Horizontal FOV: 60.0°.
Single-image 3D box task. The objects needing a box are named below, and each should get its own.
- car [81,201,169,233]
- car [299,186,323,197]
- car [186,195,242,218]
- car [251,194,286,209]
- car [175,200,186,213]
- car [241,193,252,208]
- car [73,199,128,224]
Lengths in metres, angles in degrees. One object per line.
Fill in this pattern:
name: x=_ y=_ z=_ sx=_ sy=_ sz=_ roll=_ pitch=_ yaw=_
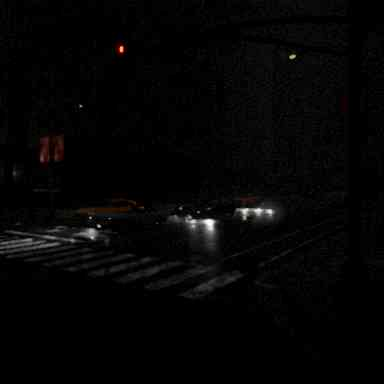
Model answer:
car: x=-3.391 y=1.361 z=18.352 sx=1.895 sy=1.301 sz=4.718 roll=0 pitch=1 yaw=34
car: x=17.109 y=0.081 z=47.601 sx=2.150 sy=2.045 sz=5.566 roll=0 pitch=1 yaw=35
car: x=1.809 y=1.148 z=25.811 sx=1.812 sy=1.442 sz=4.674 roll=0 pitch=1 yaw=35
car: x=8.377 y=1.017 z=35.229 sx=1.994 sy=1.385 sz=4.181 roll=0 pitch=1 yaw=35
car: x=0.465 y=1.075 z=29.587 sx=2.128 sy=1.511 sz=4.902 roll=0 pitch=1 yaw=35
car: x=6.322 y=0.912 z=37.968 sx=1.882 sy=1.535 sz=5.008 roll=0 pitch=1 yaw=35
car: x=-5.221 y=1.212 z=21.436 sx=1.882 sy=1.535 sz=5.008 roll=0 pitch=1 yaw=34
